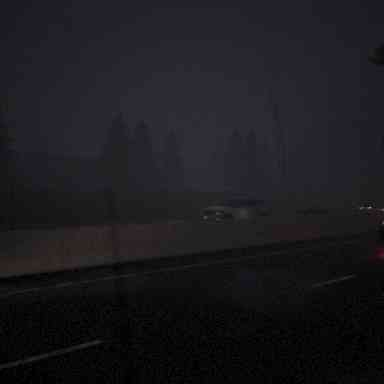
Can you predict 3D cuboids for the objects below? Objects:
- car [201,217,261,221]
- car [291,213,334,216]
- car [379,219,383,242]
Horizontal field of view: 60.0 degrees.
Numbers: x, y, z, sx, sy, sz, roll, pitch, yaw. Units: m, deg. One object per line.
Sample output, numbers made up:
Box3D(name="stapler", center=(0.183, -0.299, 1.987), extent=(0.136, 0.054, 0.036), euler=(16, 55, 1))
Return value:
Box3D(name="car", center=(3.138, 1.350, 23.408), extent=(5.566, 2.045, 2.150), euler=(0, 0, -35))
Box3D(name="car", center=(8.070, 1.722, 22.763), extent=(4.181, 1.385, 1.994), euler=(1, 0, -37))
Box3D(name="car", center=(10.929, 1.497, 15.882), extent=(4.553, 1.767, 2.097), euler=(1, 0, -36))
